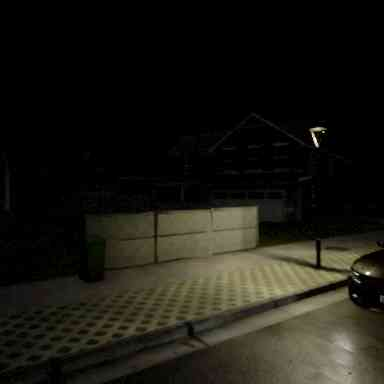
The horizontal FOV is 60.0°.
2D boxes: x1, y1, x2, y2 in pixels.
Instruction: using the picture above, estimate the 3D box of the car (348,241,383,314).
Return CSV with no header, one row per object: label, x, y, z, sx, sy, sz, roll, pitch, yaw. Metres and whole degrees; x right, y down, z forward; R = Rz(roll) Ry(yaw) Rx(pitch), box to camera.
car,5.147,1.437,6.741,5.008,1.535,1.882,0,0,-35
